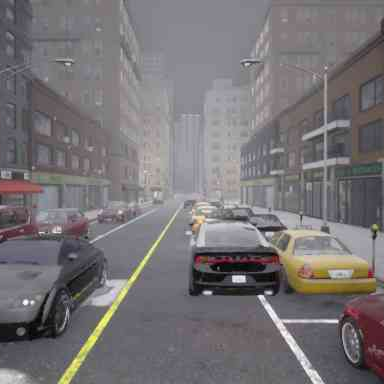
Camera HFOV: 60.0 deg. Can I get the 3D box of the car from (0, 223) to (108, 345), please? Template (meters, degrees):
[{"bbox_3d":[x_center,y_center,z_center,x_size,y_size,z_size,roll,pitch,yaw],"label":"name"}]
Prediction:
[{"bbox_3d":[-3.021,1.563,6.448,1.994,1.385,4.181,0,0,0],"label":"car"}]

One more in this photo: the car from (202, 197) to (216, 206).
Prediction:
[{"bbox_3d":[2.667,1.540,53.164,1.947,1.339,4.313,-1,0,0],"label":"car"}]

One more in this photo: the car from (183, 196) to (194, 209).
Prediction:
[{"bbox_3d":[-0.160,1.486,45.600,1.837,1.490,4.892,0,0,0],"label":"car"}]

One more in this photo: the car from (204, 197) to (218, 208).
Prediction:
[{"bbox_3d":[2.686,1.505,47.748,1.752,1.417,4.829,-1,0,0],"label":"car"}]

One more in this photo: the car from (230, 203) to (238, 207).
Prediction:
[{"bbox_3d":[2.788,1.561,19.649,1.947,1.339,4.313,-1,0,0],"label":"car"}]

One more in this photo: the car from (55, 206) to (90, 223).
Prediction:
[{"bbox_3d":[-5.728,1.437,14.030,1.967,1.590,4.097,-1,0,0],"label":"car"}]

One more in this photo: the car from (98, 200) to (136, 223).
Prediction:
[{"bbox_3d":[-5.771,1.434,25.202,1.967,1.590,4.097,-1,0,0],"label":"car"}]

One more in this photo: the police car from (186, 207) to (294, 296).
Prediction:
[{"bbox_3d":[0.870,1.424,8.807,1.930,1.638,5.238,0,0,0],"label":"police car"}]

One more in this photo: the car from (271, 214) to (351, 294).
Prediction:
[{"bbox_3d":[2.827,1.524,8.648,1.752,1.417,4.829,-1,0,0],"label":"car"}]

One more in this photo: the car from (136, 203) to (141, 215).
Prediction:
[{"bbox_3d":[-5.791,1.573,30.788,1.802,1.307,4.206,-1,0,0],"label":"car"}]

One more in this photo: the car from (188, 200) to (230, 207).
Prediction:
[{"bbox_3d":[0.831,1.451,18.887,1.801,1.575,5.366,0,0,0],"label":"car"}]

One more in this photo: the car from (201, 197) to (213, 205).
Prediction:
[{"bbox_3d":[2.647,1.551,58.750,1.802,1.307,4.206,-1,0,0],"label":"car"}]

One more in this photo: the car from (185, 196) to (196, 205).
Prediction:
[{"bbox_3d":[-0.225,1.446,59.342,1.882,1.535,5.008,0,0,0],"label":"car"}]

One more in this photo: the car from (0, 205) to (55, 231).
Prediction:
[{"bbox_3d":[-5.708,1.313,8.445,2.192,1.841,5.009,-1,0,0],"label":"car"}]

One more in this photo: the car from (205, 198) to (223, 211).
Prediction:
[{"bbox_3d":[2.707,1.535,41.992,2.008,1.369,4.403,-1,0,0],"label":"car"}]

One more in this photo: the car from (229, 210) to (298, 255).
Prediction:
[{"bbox_3d":[2.808,1.563,14.063,1.947,1.339,4.313,-1,0,0],"label":"car"}]

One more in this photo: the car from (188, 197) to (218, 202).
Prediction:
[{"bbox_3d":[0.807,1.449,24.888,1.801,1.575,5.366,0,0,0],"label":"car"}]

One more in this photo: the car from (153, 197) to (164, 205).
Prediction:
[{"bbox_3d":[-5.899,1.514,58.716,1.887,1.381,4.507,-1,0,0],"label":"car"}]

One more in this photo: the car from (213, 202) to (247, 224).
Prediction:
[{"bbox_3d":[2.768,1.544,25.235,2.008,1.369,4.403,-1,0,0],"label":"car"}]

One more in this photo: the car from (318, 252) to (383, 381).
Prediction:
[{"bbox_3d":[2.849,1.582,2.891,1.802,1.307,4.206,-1,0,0],"label":"car"}]
